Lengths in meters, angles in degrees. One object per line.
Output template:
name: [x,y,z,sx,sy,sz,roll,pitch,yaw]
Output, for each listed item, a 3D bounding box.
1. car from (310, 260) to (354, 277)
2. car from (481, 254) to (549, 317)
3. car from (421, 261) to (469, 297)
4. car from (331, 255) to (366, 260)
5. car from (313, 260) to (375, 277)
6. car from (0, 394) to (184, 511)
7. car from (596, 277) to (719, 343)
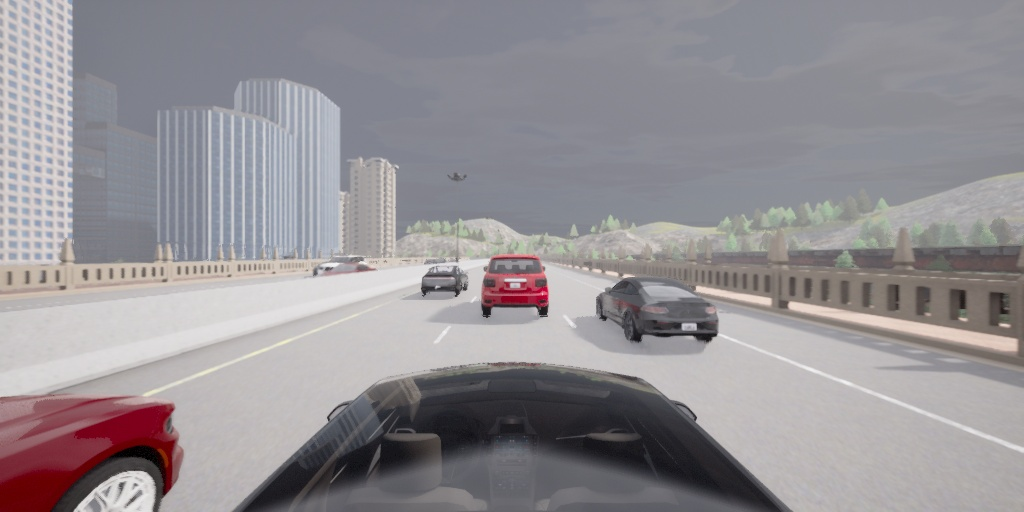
car: [-17.599,1.199,35.334,1.882,1.535,5.008,0,0,0]
car: [0.097,0.962,13.296,2.150,2.045,5.566,0,0,0]
car: [-3.404,1.228,18.820,2.128,1.511,4.902,0,0,0]
car: [-14.103,0.948,30.365,2.150,2.045,5.566,0,0,0]
car: [-10.603,1.210,23.391,1.882,1.535,5.008,0,0,0]
car: [-3.400,1.228,0.604,1.882,1.535,5.008,0,0,0]
car: [3.598,1.270,9.577,1.812,1.442,4.674,0,0,0]
